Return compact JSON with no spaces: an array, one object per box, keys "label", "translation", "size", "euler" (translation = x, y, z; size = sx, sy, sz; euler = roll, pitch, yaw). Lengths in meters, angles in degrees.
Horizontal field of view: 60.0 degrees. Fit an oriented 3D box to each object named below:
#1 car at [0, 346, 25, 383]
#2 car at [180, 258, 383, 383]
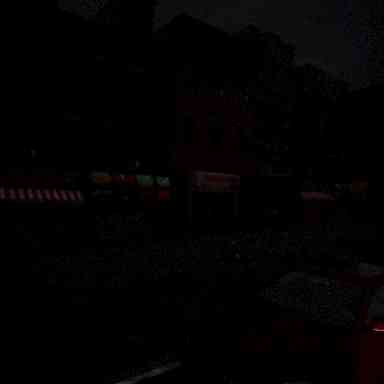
[{"label":"car","translation":[-2.580,1.413,0.946],"size":[4.097,1.590,1.967],"euler":[1,1,-37]},{"label":"car","translation":[1.821,1.606,4.296],"size":[4.206,1.307,1.802],"euler":[1,1,-37]}]
